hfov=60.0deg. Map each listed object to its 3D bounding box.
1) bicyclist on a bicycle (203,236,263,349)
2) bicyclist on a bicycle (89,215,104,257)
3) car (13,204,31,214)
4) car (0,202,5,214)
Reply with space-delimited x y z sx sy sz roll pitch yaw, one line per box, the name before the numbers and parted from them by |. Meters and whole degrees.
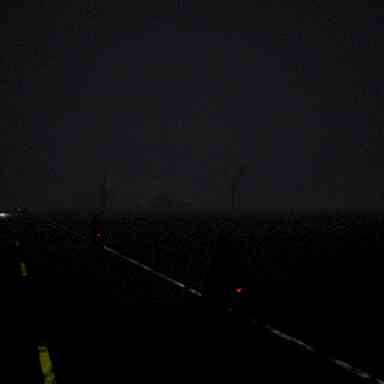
bicyclist on a bicycle | 0.601 1.569 5.473 0.582 1.620 1.656 1 -2 -29
bicyclist on a bicycle | -3.858 1.745 13.464 0.582 1.620 1.656 1 -2 -29
car | -26.047 2.673 51.451 2.033 1.411 5.357 1 -1 -29
car | -30.101 2.656 51.243 1.812 1.442 4.674 1 -1 -29
